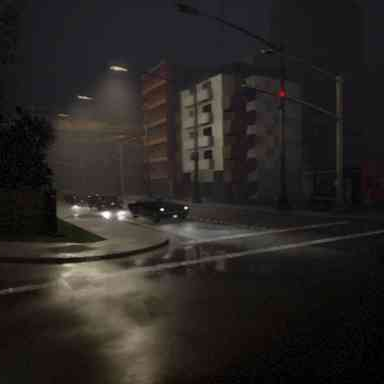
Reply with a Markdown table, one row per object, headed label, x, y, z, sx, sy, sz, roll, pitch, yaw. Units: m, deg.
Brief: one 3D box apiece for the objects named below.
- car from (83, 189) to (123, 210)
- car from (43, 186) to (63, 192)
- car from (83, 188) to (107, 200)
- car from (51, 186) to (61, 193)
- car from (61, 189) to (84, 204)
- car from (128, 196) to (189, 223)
| label | x | y | z | sx | sy | sz | roll | pitch | yaw |
| --- | --- | --- | --- | --- | --- | --- | --- | --- | --- |
| car | -7.276 | 0.713 | 27.773 | 1.994 | 1.385 | 4.181 | -3 | 2 | -32 |
| car | -29.917 | -0.624 | 71.627 | 4.536 | 1.218 | 1.853 | 0 | 3 | 38 |
| car | -12.727 | 0.271 | 43.432 | 1.994 | 1.385 | 4.181 | -3 | 2 | -32 |
| car | -29.872 | -0.466 | 71.602 | 4.974 | 1.542 | 2.038 | 0 | 3 | 38 |
| car | -12.517 | 0.566 | 36.173 | 1.895 | 1.301 | 4.718 | -3 | 2 | -32 |
| car | -2.067 | 0.931 | 19.442 | 1.895 | 1.301 | 4.718 | -3 | 2 | -32 |
